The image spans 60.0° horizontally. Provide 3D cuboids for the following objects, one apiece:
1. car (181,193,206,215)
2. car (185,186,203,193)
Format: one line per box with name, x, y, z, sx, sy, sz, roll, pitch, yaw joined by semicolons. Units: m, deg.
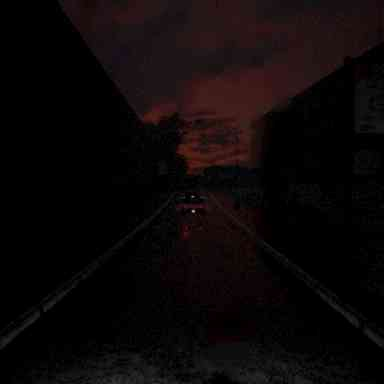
car;0.100;1.086;27.387;1.895;1.301;4.718;0;2;0
car;0.099;0.277;42.914;1.812;1.442;4.674;0;3;0
